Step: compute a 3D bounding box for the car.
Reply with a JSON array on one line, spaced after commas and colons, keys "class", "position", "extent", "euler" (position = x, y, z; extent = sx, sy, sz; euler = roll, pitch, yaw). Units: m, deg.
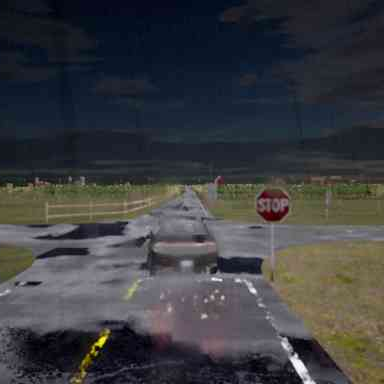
[{"class": "car", "position": [-0.433, 1.467, 10.263], "extent": [2.128, 1.511, 4.902], "euler": [0, 0, -7]}]
